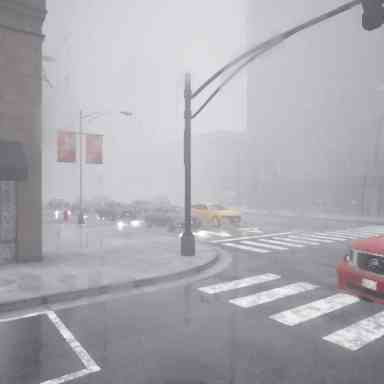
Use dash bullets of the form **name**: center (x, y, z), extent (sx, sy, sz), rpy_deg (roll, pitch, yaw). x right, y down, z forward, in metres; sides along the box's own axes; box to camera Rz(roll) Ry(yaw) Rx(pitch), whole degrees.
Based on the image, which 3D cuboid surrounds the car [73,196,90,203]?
- **car**: center (-22.053, 1.450, 66.325), extent (1.994, 1.385, 4.181), rpy_deg (0, 0, -36)

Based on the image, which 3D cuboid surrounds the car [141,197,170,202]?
- **car**: center (-4.273, 1.462, 30.198), extent (1.837, 1.490, 4.892), rpy_deg (0, 0, -36)

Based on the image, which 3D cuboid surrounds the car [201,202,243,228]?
- **car**: center (1.276, 1.450, 22.499), extent (1.882, 1.535, 5.008), rpy_deg (0, 0, -35)

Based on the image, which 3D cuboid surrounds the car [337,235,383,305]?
- **car**: center (5.637, 1.223, 6.621), extent (5.566, 2.045, 2.150), rpy_deg (0, -1, -19)

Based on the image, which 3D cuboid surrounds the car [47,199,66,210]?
- **car**: center (-17.064, 1.537, 42.452), extent (1.895, 1.301, 4.718), rpy_deg (0, 0, -35)

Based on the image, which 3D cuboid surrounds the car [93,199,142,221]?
- **car**: center (-6.153, 1.528, 27.236), extent (1.994, 1.385, 4.181), rpy_deg (0, 0, -37)

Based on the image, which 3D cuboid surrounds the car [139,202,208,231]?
- **car**: center (-1.232, 1.541, 20.419), extent (1.994, 1.385, 4.181), rpy_deg (0, 0, -36)

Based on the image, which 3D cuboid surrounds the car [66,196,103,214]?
- **car**: center (-11.079, 1.477, 34.102), extent (1.812, 1.442, 4.674), rpy_deg (0, 0, -36)

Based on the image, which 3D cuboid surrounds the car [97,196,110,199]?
- **car**: center (-10.260, 1.294, 38.523), extent (2.097, 1.767, 4.553), rpy_deg (0, 0, -36)
